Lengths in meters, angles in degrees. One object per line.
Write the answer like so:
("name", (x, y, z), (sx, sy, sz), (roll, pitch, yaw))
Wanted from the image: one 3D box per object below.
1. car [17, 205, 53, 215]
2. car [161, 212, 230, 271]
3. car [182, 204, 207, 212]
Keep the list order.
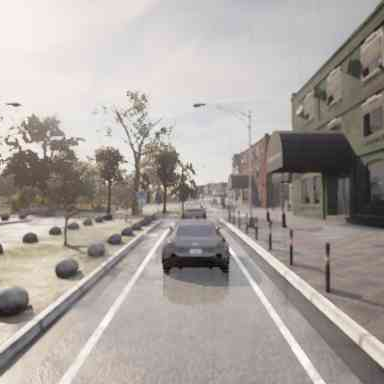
("car", (-19.925, 2.286, 42.339), (4.181, 1.385, 1.994), (2, -3, -36))
("car", (0.102, 1.570, 10.958), (1.994, 1.385, 4.181), (0, 0, 0))
("car", (0.198, 1.693, 26.735), (2.128, 1.511, 4.902), (0, -1, 1))
